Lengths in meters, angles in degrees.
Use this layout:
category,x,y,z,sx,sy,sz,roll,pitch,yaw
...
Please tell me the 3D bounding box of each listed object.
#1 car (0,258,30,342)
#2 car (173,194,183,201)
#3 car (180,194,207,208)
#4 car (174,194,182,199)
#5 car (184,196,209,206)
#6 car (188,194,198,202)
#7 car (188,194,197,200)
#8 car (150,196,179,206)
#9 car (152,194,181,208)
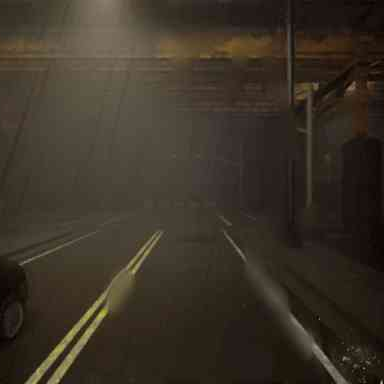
category,x,y,z,sx,sy,sz,roll,pitch,yaw
car,-3.584,1.513,3.722,1.812,1.442,4.674,0,0,0
car,-3.292,1.195,79.523,2.038,1.542,4.974,0,0,0
car,0.511,1.309,44.405,2.038,1.542,4.974,0,0,-20
car,-3.293,1.037,79.574,1.853,1.218,4.536,0,0,0
car,0.493,1.151,44.453,1.853,1.218,4.536,0,0,-20
car,0.140,1.222,71.001,2.038,1.542,4.974,0,0,0
car,0.139,1.065,71.052,1.853,1.218,4.536,0,0,0
car,-3.628,1.150,44.759,1.853,1.218,4.536,0,0,25
car,-3.649,1.307,44.712,2.038,1.542,4.974,0,0,25
